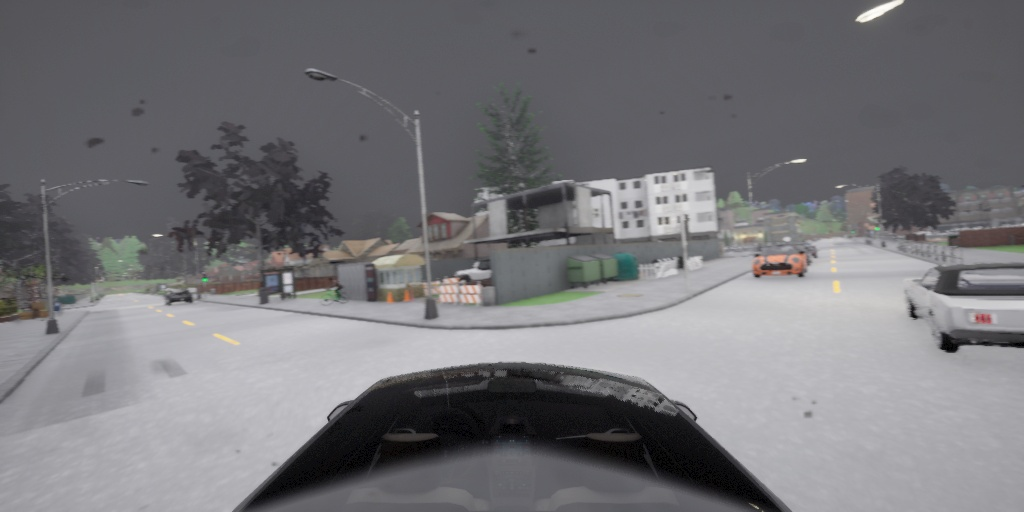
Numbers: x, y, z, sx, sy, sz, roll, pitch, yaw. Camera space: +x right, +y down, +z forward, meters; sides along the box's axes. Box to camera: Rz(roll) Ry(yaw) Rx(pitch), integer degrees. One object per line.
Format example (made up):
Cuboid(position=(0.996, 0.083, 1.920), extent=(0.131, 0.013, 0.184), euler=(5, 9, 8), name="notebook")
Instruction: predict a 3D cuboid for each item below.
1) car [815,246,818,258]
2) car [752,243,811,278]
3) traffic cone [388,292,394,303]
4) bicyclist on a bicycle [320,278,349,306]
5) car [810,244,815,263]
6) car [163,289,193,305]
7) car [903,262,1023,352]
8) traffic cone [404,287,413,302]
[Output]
Cuboid(position=(27.301, -0.468, 33.638), extent=(1.994, 1.385, 4.181), euler=(-5, -1, 42), name="car")
Cuboid(position=(14.471, 0.164, 19.370), extent=(2.097, 1.767, 4.553), euler=(-5, -1, 42), name="car")
Cuboid(position=(-6.715, 2.290, 19.835), extent=(0.344, 0.586, 0.344), euler=(0, 0, 42), name="traffic cone")
Cuboid(position=(-10.502, 2.091, 21.198), extent=(0.582, 1.620, 1.656), euler=(-5, -2, 42), name="bicyclist on a bicycle")
Cuboid(position=(20.725, -0.094, 26.359), extent=(1.837, 1.490, 4.892), euler=(-5, -1, 42), name="car")
Cuboid(position=(-34.940, 4.280, 37.570), extent=(4.892, 1.490, 1.837), euler=(-5, -1, 42), name="car")
Cuboid(position=(8.386, 0.752, 6.203), extent=(1.895, 1.301, 4.718), euler=(-5, -1, 42), name="car")
Cuboid(position=(-5.852, 2.196, 20.027), extent=(0.344, 0.586, 0.344), euler=(0, 0, 42), name="traffic cone")
